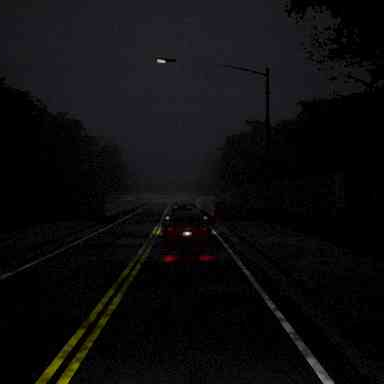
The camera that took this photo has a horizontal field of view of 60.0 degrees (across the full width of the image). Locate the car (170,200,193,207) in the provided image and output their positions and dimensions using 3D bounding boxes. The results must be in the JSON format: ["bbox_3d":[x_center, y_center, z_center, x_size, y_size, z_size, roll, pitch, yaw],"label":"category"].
[{"bbox_3d":[-0.920,1.483,29.738,2.128,1.511,4.902,0,0,-3],"label":"car"}]

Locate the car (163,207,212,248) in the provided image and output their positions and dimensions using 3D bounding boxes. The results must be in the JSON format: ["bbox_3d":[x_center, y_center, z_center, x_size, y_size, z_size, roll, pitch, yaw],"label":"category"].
[{"bbox_3d":[-0.243,1.565,14.722,1.994,1.385,4.181,0,0,-2],"label":"car"}]
